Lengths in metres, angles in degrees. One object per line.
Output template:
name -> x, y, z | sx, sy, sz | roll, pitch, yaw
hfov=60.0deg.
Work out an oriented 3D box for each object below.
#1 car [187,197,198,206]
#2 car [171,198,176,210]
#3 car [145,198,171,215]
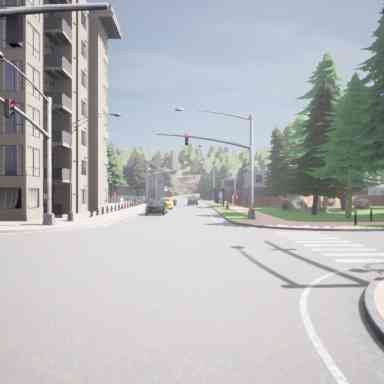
car -> 0.140, 1.547, 55.665 | 2.033, 1.411, 5.357 | 0, 0, 0
car -> -3.483, 1.478, 43.441 | 1.882, 1.535, 5.008 | 0, 0, 0
car -> -3.517, 1.478, 33.480 | 1.882, 1.535, 5.008 | 0, 0, 0
